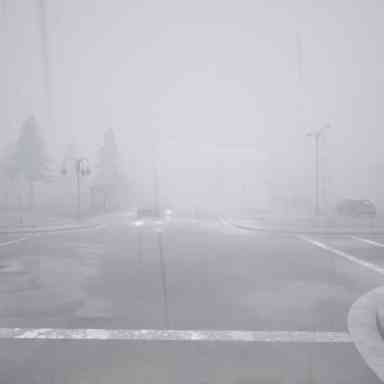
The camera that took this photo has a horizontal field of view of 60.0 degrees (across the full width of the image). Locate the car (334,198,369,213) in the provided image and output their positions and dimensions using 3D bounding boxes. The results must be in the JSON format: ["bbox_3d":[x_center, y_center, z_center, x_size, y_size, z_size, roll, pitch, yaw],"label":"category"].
[{"bbox_3d":[17.036,1.383,35.724,1.970,1.475,3.806,0,0,0],"label":"car"}]

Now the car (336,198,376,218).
[{"bbox_3d":[13.977,1.373,28.335,1.845,1.501,3.633,0,0,0],"label":"car"}]

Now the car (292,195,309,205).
[{"bbox_3d":[17.380,1.329,54.387,2.152,1.636,5.027,0,0,0],"label":"car"}]

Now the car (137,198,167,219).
[{"bbox_3d":[-3.577,1.477,29.367,1.882,1.535,5.008,0,0,0],"label":"car"}]

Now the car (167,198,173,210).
[{"bbox_3d":[-3.555,1.491,44.034,2.128,1.511,4.902,0,0,0],"label":"car"}]

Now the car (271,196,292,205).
[{"bbox_3d":[14.243,1.338,54.368,2.007,1.523,4.514,0,0,0],"label":"car"}]
